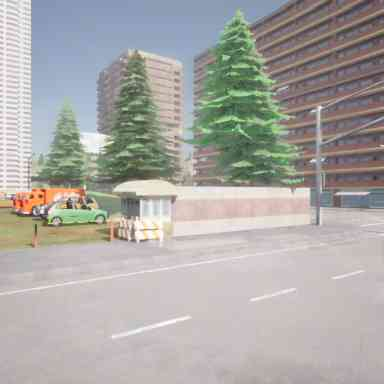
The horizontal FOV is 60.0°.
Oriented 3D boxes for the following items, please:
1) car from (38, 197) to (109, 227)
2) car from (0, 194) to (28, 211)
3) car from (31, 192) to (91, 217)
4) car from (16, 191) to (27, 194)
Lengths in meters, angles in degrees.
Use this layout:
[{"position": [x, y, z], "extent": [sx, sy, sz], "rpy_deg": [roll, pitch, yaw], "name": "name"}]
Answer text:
[{"position": [-7.458, 1.341, 21.482], "extent": [3.988, 1.617, 1.851], "rpy_deg": [0, 0, -35], "name": "car"}, {"position": [-24.546, 1.394, 44.099], "extent": [4.193, 1.474, 1.816], "rpy_deg": [0, 0, -35], "name": "car"}, {"position": [-9.483, 1.172, 25.532], "extent": [4.605, 1.855, 1.932], "rpy_deg": [0, 0, -35], "name": "car"}, {"position": [-25.825, 1.204, 46.621], "extent": [3.866, 1.878, 1.905], "rpy_deg": [0, 0, -35], "name": "car"}]
